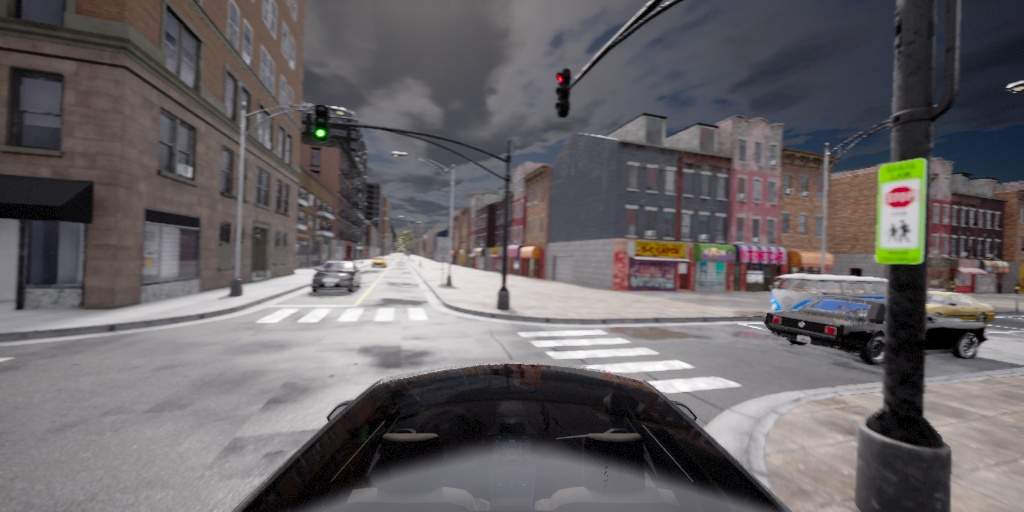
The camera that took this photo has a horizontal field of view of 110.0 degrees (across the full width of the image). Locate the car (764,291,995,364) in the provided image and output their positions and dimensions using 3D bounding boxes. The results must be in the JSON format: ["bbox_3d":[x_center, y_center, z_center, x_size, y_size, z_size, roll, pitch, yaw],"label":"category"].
[{"bbox_3d":[8.864,1.703,8.774,4.718,1.301,1.895,2,0,-14],"label":"car"}]

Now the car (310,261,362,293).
[{"bbox_3d":[-8.959,1.004,18.600,2.128,1.511,4.902,2,0,-17],"label":"car"}]

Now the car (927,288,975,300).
[{"bbox_3d":[15.655,1.897,13.405,4.829,1.417,1.751,0,0,-17],"label":"car"}]

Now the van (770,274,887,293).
[{"bbox_3d":[10.456,1.512,11.811,3.998,1.789,1.690,0,0,-17],"label":"van"}]

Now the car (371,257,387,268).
[{"bbox_3d":[-18.790,0.840,50.823,1.882,1.535,5.008,2,-1,-17],"label":"car"}]
